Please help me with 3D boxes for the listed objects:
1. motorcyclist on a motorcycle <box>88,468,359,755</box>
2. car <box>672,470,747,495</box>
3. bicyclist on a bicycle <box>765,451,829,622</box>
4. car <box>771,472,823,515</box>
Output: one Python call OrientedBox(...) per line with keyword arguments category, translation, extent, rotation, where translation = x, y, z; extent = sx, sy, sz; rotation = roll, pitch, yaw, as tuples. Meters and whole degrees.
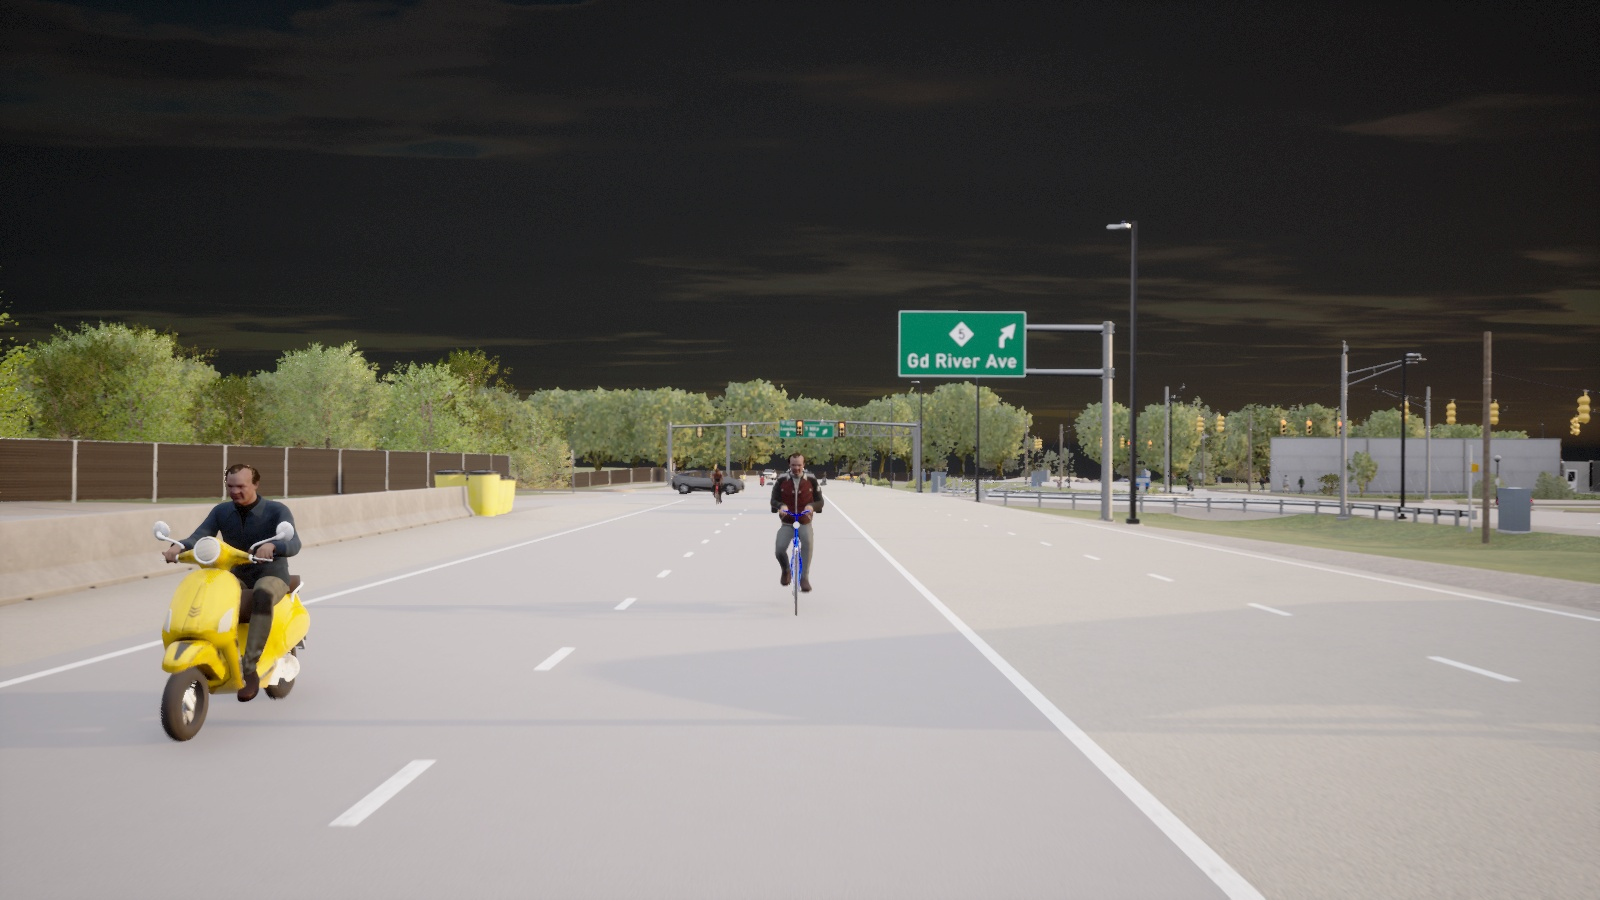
OrientedBox(category="motorcyclist on a motorcycle", translation=(-3.518, 0.911, 7.886), extent=(0.866, 1.590, 1.817), rotation=(0, -1, 0))
OrientedBox(category="car", translation=(-5.553, 2.007, 77.318), extent=(4.514, 1.525, 2.007), rotation=(0, -1, 0))
OrientedBox(category="bicyclist on a bicycle", translation=(-0.033, 0.912, 13.953), extent=(0.659, 1.776, 1.843), rotation=(0, -1, 0))
OrientedBox(category="car", translation=(-0.108, 1.558, 46.545), extent=(1.837, 1.490, 4.892), rotation=(0, -1, 0))
